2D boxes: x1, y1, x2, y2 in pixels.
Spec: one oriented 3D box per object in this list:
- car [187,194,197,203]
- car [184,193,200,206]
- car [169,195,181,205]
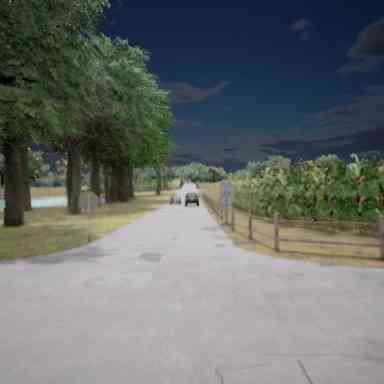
[{"bbox_3d":[0.004,1.152,61.563,1.882,1.535,5.008,0,1,0],"label":"car"},{"bbox_3d":[0.003,1.090,51.171,2.150,2.045,5.566,0,1,0],"label":"car"},{"bbox_3d":[-2.746,1.320,55.736,1.812,1.442,4.674,0,1,0],"label":"car"}]
